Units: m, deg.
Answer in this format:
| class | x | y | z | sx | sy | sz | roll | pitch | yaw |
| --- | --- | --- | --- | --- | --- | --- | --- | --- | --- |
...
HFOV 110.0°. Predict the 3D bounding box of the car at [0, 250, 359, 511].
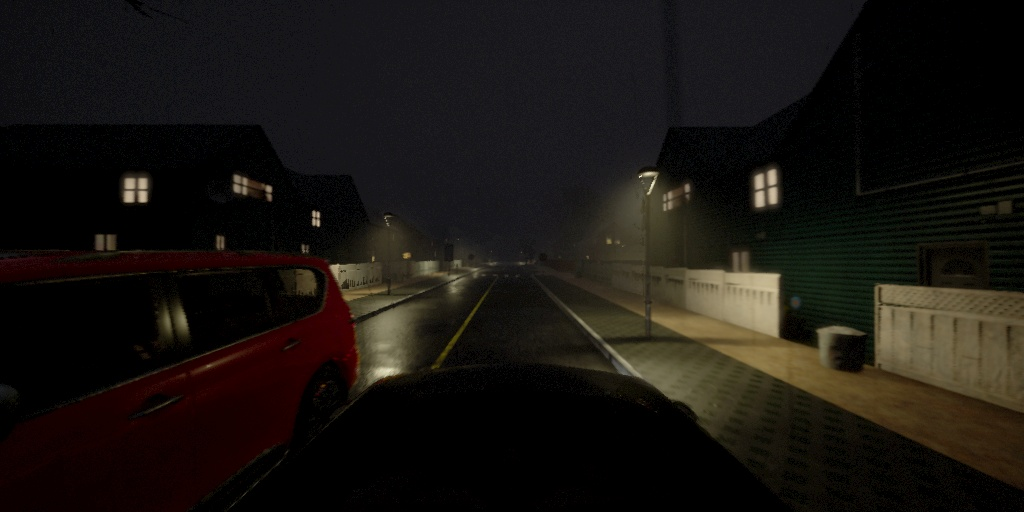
| class | x | y | z | sx | sy | sz | roll | pitch | yaw |
| --- | --- | --- | --- | --- | --- | --- | --- | --- | --- |
| car | -2.849 | 0.971 | 1.940 | 2.150 | 2.045 | 5.566 | 0 | 0 | 0 |
